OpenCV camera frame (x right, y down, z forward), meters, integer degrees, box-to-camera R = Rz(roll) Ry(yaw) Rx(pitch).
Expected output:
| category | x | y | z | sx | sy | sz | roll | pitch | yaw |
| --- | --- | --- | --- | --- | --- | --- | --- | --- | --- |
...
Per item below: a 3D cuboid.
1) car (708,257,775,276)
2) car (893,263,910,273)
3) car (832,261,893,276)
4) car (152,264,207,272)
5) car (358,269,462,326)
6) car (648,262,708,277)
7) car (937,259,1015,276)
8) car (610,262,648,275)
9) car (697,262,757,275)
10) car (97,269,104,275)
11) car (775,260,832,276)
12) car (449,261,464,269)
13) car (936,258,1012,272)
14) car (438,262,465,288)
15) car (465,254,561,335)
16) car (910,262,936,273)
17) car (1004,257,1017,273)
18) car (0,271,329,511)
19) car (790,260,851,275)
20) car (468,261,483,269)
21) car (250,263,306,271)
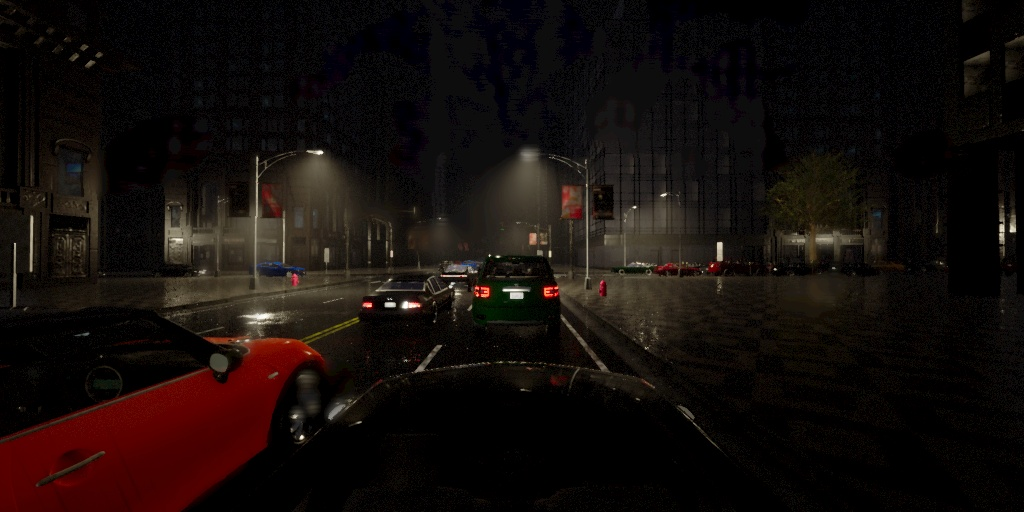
| category | x | y | z | sx | sy | sz | roll | pitch | yaw |
| --- | --- | --- | --- | --- | --- | --- | --- | --- | --- |
| car | 21.006 | 1.041 | 33.400 | 5.009 | 1.841 | 2.192 | 0 | 0 | -1 |
| car | 43.274 | 1.296 | 42.235 | 4.829 | 1.417 | 1.751 | 0 | 0 | -1 |
| car | 32.280 | 1.260 | 33.557 | 4.313 | 1.339 | 1.948 | 0 | 0 | -1 |
| car | -32.774 | 1.499 | 35.438 | 4.674 | 1.442 | 1.812 | 0 | -1 | 0 |
| car | -3.121 | 1.307 | 11.705 | 2.033 | 1.411 | 5.357 | 0 | 0 | 0 |
| car | 15.367 | 1.327 | 33.322 | 4.207 | 1.307 | 1.802 | 0 | 0 | -1 |
| car | 43.557 | 1.214 | 33.714 | 4.507 | 1.381 | 1.888 | 0 | 0 | -1 |
| car | 13.211 | 1.422 | 39.067 | 4.718 | 1.301 | 1.895 | 0 | -1 | 0 |
| car | 23.460 | 1.335 | 39.214 | 5.357 | 1.411 | 2.033 | 0 | -1 | -1 |
| car | -43.369 | 1.527 | 35.471 | 4.892 | 1.490 | 1.837 | 0 | -1 | 0 |
| car | 26.643 | 1.276 | 33.478 | 4.313 | 1.339 | 1.948 | 0 | 0 | -1 |
| car | -9.716 | 1.571 | 63.168 | 1.812 | 1.442 | 4.674 | 0 | 0 | 1 |
| car | 46.784 | 1.198 | 36.334 | 4.892 | 1.490 | 1.837 | 0 | -1 | -1 |
| car | -3.123 | 1.280 | 21.442 | 2.128 | 1.511 | 4.902 | 0 | 0 | 0 |
| car | 0.114 | 0.979 | 10.620 | 2.150 | 2.045 | 5.566 | 0 | 0 | 0 |
| car | 49.084 | 1.326 | 42.316 | 4.313 | 1.339 | 1.948 | 0 | 0 | -1 |
| car | 49.195 | 0.973 | 33.792 | 5.009 | 1.841 | 2.192 | 0 | 0 | -1 |
| car | -3.147 | 1.102 | 2.293 | 2.097 | 1.767 | 4.553 | 0 | 0 | 0 |
| car | 33.763 | 1.251 | 39.341 | 4.902 | 1.511 | 2.128 | 0 | -1 | -1 |
| car | -6.456 | 1.599 | 64.023 | 2.033 | 1.411 | 5.357 | 0 | 0 | 1 |
| car | -23.041 | 1.407 | 35.415 | 5.008 | 1.535 | 1.882 | 0 | -1 | 0 |
